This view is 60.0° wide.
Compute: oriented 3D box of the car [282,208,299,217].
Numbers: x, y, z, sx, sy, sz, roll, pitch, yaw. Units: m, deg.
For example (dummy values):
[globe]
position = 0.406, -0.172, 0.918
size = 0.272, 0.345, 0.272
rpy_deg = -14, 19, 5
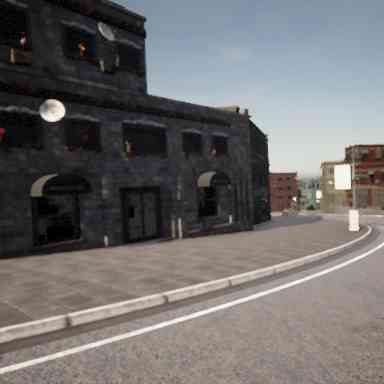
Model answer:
[car]
position = 20.070, 4.065, 67.817
size = 2.097, 1.767, 4.553
rpy_deg = -3, -3, -6
